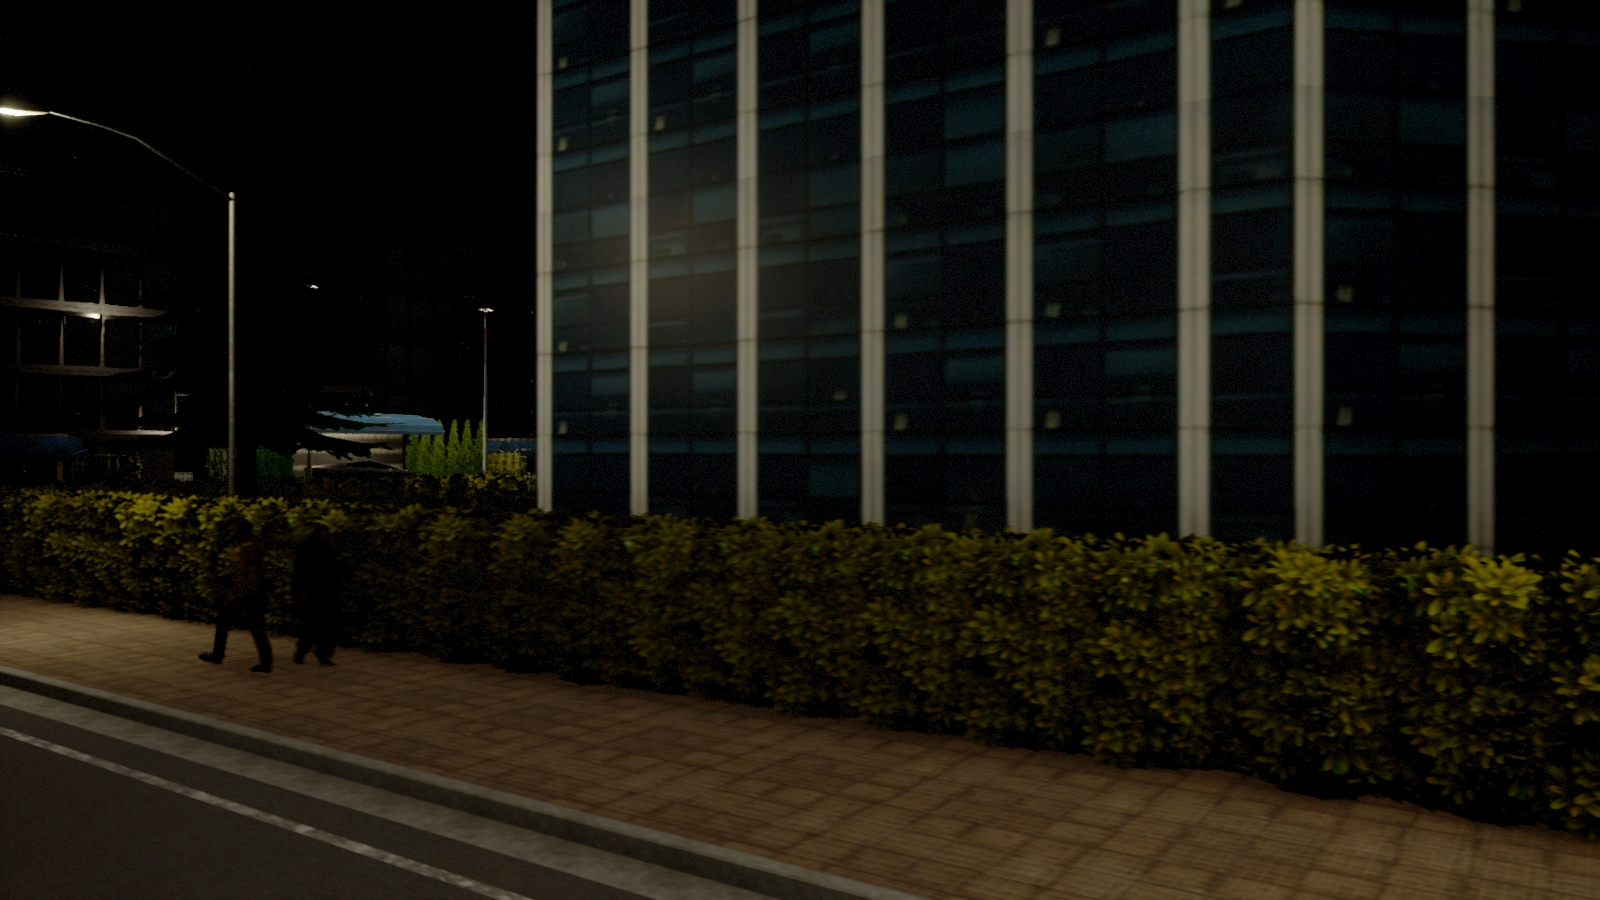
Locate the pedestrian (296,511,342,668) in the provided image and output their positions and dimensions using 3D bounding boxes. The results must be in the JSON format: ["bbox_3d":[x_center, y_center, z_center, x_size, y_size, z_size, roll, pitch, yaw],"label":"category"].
[{"bbox_3d":[-5.893,1.696,13.998,0.375,1.860,0.375,0,0,34],"label":"pedestrian"}]

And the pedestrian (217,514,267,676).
[{"bbox_3d":[-6.584,1.695,13.491,0.375,1.860,0.375,0,0,14],"label":"pedestrian"}]
